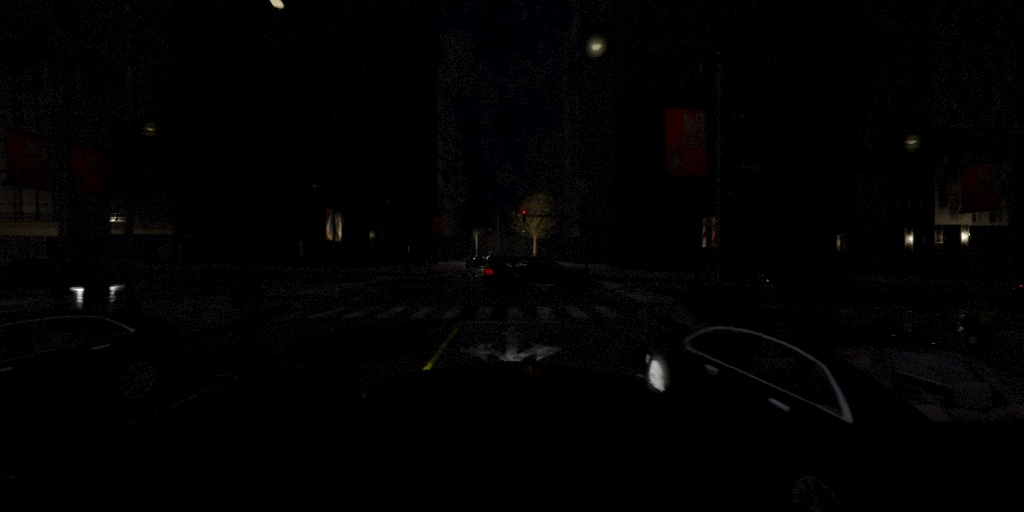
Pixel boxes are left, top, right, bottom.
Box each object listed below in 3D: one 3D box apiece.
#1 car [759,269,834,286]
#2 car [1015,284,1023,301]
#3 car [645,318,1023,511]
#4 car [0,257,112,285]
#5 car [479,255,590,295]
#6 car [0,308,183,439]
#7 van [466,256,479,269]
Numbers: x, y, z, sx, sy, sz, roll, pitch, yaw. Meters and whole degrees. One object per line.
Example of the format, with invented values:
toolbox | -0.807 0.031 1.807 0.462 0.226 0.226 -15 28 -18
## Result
car | 22.788 1.724 28.869 4.718 1.301 1.895 1 0 0
car | 29.828 1.834 19.000 4.181 1.385 1.994 1 0 0
car | 2.762 1.295 3.521 2.007 1.370 4.403 0 0 0
car | -24.444 0.835 19.161 4.892 1.490 1.837 1 0 0
car | 1.275 0.971 19.084 5.566 2.045 2.150 0 0 0
car | -5.763 1.295 3.523 2.007 1.370 4.403 0 0 0
van | -5.531 0.944 51.290 1.690 1.789 3.998 0 0 1
